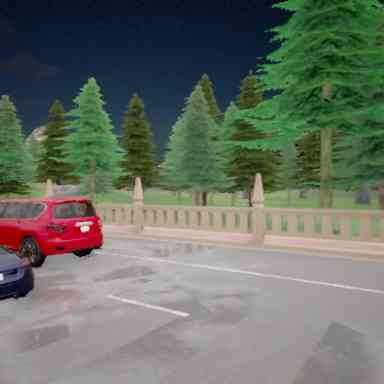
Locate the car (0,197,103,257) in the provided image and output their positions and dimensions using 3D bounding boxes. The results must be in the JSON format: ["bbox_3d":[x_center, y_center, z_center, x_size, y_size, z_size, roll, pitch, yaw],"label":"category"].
[{"bbox_3d":[-5.550,1.199,11.307,5.566,2.045,2.150,0,0,29],"label":"car"}]

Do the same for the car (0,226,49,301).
[{"bbox_3d":[-5.330,1.553,7.103,4.181,1.385,1.994,0,0,31],"label":"car"}]
